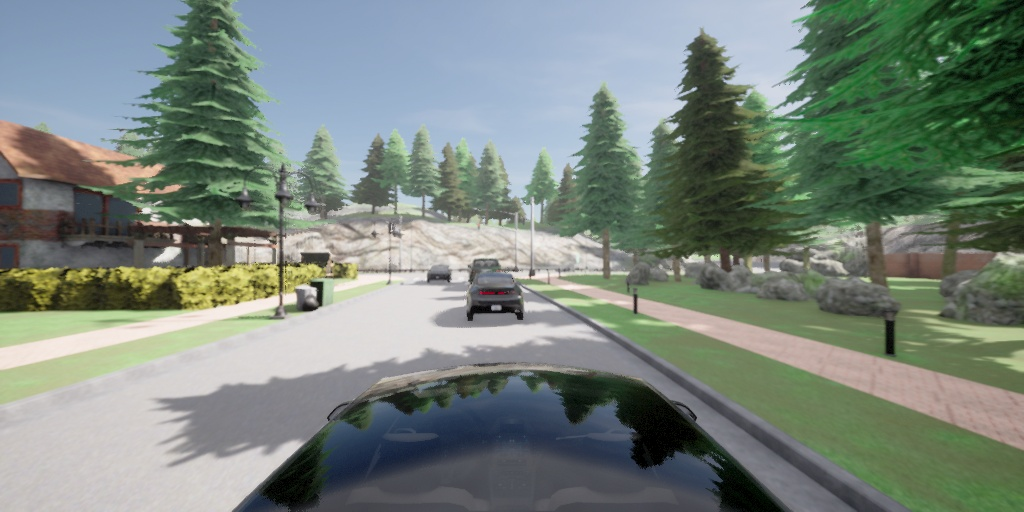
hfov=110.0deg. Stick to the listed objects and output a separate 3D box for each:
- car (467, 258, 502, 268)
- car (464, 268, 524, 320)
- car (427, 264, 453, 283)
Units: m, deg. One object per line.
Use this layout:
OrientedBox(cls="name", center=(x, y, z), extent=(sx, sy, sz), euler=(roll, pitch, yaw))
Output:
OrientedBox(cls="car", center=(-1.862, 1.152, 24.695), extent=(2.150, 2.045, 5.566), euler=(0, 0, -6))
OrientedBox(cls="car", center=(-0.677, 1.342, 13.074), extent=(1.837, 1.490, 4.892), euler=(0, -1, -5))
OrientedBox(cls="car", center=(-6.185, 1.470, 31.024), extent=(1.882, 1.535, 5.008), euler=(0, -1, -6))
